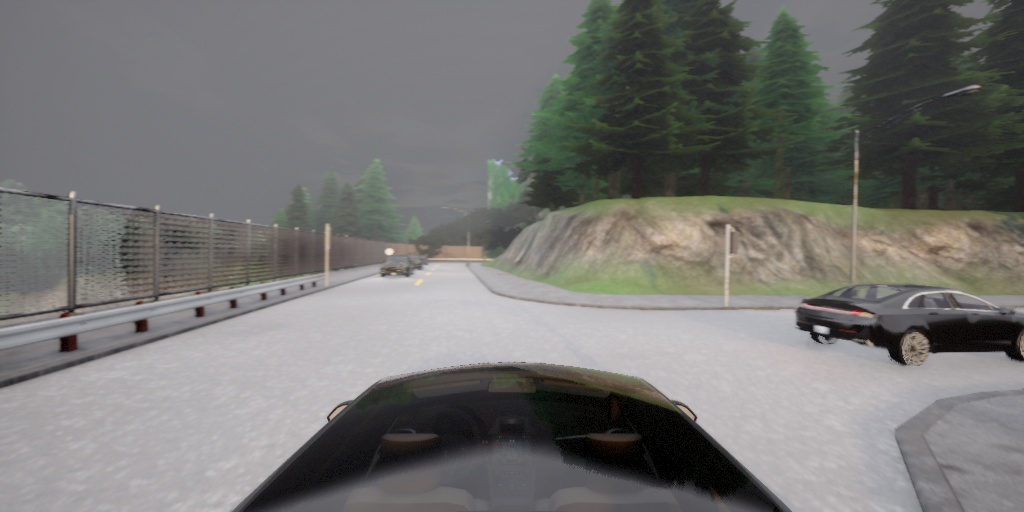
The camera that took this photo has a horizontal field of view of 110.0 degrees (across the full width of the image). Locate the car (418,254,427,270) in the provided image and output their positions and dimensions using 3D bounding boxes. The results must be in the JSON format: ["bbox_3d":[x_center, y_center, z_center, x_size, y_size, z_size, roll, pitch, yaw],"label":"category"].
[{"bbox_3d":[-10.576,0.567,38.142,2.097,1.767,4.553,1,0,-9],"label":"car"}]

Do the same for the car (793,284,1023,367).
[{"bbox_3d":[8.871,1.376,7.874,4.902,1.511,2.128,1,0,-9],"label":"car"}]

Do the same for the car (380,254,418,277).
[{"bbox_3d":[-8.940,0.686,28.269,2.097,1.767,4.553,1,0,-9],"label":"car"}]
